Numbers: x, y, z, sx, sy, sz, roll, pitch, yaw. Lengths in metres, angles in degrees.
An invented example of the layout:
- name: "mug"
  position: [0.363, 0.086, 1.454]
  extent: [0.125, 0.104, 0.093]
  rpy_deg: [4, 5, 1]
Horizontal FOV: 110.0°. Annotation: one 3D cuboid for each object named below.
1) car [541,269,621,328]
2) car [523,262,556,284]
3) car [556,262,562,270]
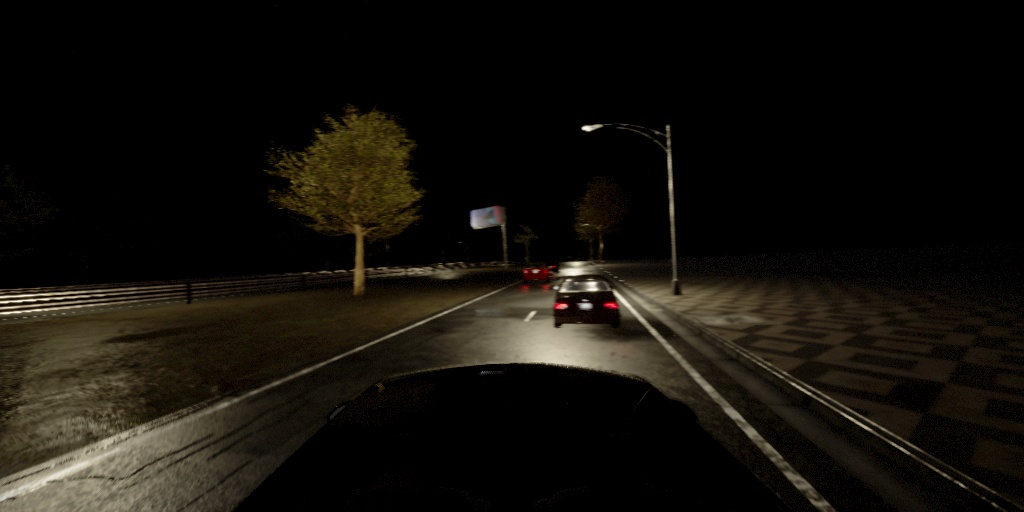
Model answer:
- name: "car"
  position: [2.293, 1.286, 11.323]
  extent: [2.033, 1.411, 5.357]
  rpy_deg: [-2, -1, 11]
- name: "car"
  position: [2.213, 1.256, 29.730]
  extent: [2.097, 1.767, 4.553]
  rpy_deg: [-2, -1, 11]
- name: "car"
  position: [5.014, 1.423, 44.442]
  extent: [1.837, 1.490, 4.892]
  rpy_deg: [-2, -1, 11]
